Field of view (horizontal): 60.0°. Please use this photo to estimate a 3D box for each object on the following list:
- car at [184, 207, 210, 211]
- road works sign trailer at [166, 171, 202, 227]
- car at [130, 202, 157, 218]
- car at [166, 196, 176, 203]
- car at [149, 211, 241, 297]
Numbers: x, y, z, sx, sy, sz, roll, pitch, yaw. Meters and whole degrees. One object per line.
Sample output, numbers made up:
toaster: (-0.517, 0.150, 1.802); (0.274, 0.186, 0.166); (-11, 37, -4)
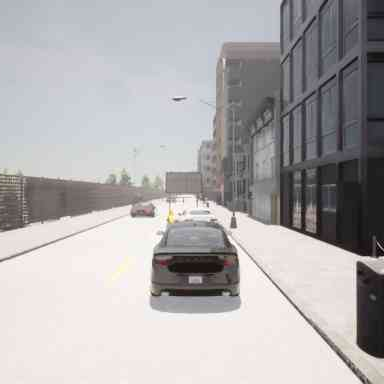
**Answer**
car: (0.250, 1.542, 17.992); (1.812, 1.442, 4.674); (0, -1, -6)
road works sign trailer: (-0.571, 0.464, 21.507); (2.380, 3.560, 2.880); (0, 0, -16)
car: (-4.221, 1.564, 29.575); (1.994, 1.385, 4.181); (0, 0, 0)
car: (-4.277, 1.491, 67.469); (2.128, 1.511, 4.902); (0, 0, 0)
car: (0.063, 1.478, 8.645); (1.882, 1.535, 5.008); (0, 0, 0)
